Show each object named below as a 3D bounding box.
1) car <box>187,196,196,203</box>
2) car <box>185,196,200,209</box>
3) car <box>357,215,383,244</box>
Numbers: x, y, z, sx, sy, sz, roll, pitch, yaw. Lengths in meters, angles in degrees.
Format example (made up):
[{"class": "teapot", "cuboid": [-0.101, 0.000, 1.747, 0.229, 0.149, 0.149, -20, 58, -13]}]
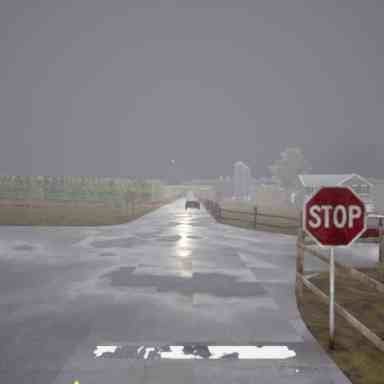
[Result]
[{"class": "car", "cuboid": [-0.032, 1.619, 71.749, 1.882, 1.535, 5.008, 0, 0, 0]}, {"class": "car", "cuboid": [0.071, 1.563, 46.097, 1.882, 1.535, 5.008, 0, 0, 0]}, {"class": "car", "cuboid": [8.820, 1.879, 16.767, 5.008, 1.535, 1.882, 2, 1, 3]}]
